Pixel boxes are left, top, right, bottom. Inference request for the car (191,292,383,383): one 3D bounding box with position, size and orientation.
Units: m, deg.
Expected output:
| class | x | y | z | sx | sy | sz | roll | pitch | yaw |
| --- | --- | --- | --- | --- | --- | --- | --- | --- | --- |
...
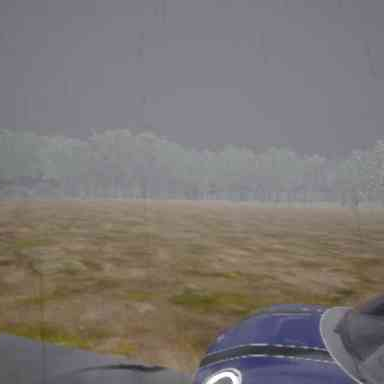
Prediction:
| class | x | y | z | sx | sy | sz | roll | pitch | yaw |
| --- | --- | --- | --- | --- | --- | --- | --- | --- | --- |
| car | 2.196 | 1.473 | 2.487 | 4.553 | 1.767 | 2.097 | 1 | -1 | 19 |
